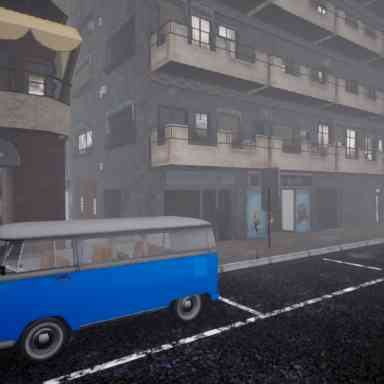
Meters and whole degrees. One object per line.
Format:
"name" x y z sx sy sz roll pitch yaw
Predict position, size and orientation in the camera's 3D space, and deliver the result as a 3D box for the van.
"van" -1.416 1.341 5.557 3.998 1.788 1.690 0 0 -35
